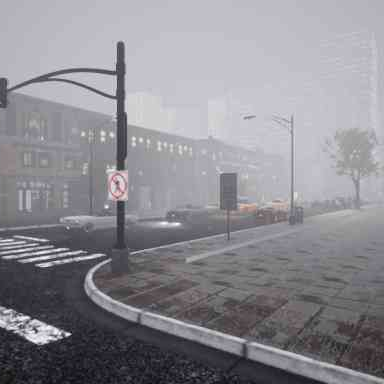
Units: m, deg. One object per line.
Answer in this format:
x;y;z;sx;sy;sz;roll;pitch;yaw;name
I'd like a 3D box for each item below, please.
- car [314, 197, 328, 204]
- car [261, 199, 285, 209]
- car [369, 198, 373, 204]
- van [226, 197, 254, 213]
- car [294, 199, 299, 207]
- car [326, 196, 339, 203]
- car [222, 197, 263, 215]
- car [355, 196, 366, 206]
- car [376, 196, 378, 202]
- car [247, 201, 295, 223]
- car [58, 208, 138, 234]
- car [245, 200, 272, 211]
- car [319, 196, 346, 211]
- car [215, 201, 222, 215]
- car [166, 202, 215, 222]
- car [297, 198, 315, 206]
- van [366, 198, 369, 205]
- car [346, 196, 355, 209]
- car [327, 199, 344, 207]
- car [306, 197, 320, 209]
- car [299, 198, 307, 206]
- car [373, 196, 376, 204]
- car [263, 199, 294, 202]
28.185;1.828;72.596;1.967;1.590;4.097;0;-1;35;car
12.205;1.759;49.848;1.752;1.417;4.829;0;-1;35;car
35.043;1.972;67.778;1.802;1.307;4.206;0;-1;35;car
5.950;1.518;40.945;1.690;1.788;3.998;0;0;35;van
15.480;1.816;54.509;2.008;1.369;4.403;0;-1;35;car
34.538;1.894;81.640;1.967;1.590;4.097;0;-1;35;car
5.515;1.508;35.794;2.097;1.767;4.553;0;0;35;car
28.690;1.642;58.738;2.192;1.841;5.009;0;-1;35;car
41.396;2.037;76.822;1.802;1.307;4.206;0;-1;35;car
6.499;1.670;27.055;1.887;1.381;4.507;0;0;35;car
-5.544;1.668;20.071;1.895;1.301;4.718;0;0;35;car
9.127;1.756;45.466;2.008;1.369;4.403;0;0;35;car
19.161;1.676;45.172;1.967;1.590;4.097;0;-1;35;car
2.676;1.674;36.283;1.752;1.417;4.829;0;0;35;car
-0.293;1.672;27.530;1.994;1.385;4.181;0;0;36;car
21.833;1.876;63.553;2.008;1.369;4.403;0;-1;35;car
31.867;1.699;63.259;1.690;1.788;3.998;0;-1;35;van
22.337;1.581;49.694;2.192;1.841;5.009;0;-1;35;car
25.097;1.913;58.118;1.895;1.301;4.718;0;0;35;car
19.309;1.749;49.879;2.128;1.511;4.902;0;0;35;car
18.656;1.846;59.031;2.008;1.369;4.403;0;-1;35;car
38.318;1.948;72.440;1.752;1.417;4.829;0;-1;35;car
11.386;1.684;44.094;1.882;1.535;5.008;0;0;36;car
